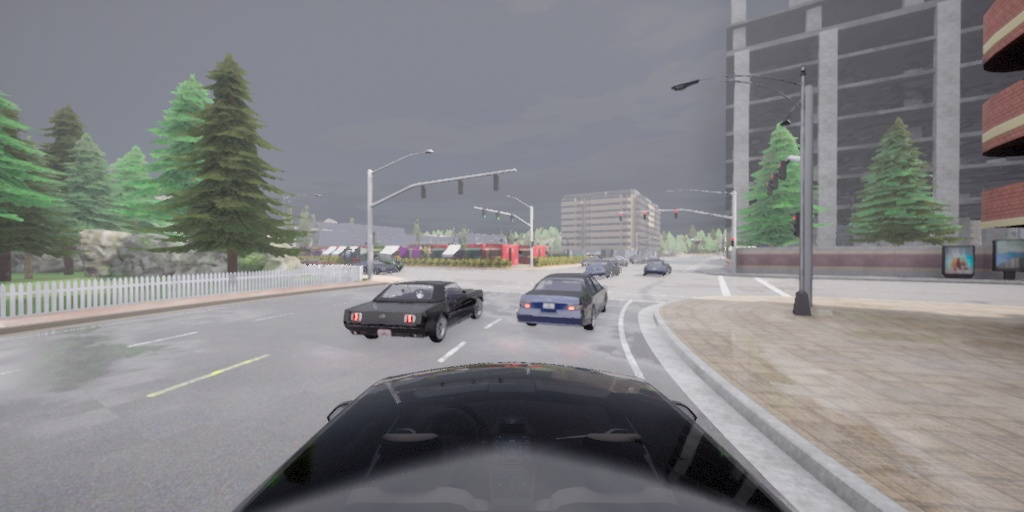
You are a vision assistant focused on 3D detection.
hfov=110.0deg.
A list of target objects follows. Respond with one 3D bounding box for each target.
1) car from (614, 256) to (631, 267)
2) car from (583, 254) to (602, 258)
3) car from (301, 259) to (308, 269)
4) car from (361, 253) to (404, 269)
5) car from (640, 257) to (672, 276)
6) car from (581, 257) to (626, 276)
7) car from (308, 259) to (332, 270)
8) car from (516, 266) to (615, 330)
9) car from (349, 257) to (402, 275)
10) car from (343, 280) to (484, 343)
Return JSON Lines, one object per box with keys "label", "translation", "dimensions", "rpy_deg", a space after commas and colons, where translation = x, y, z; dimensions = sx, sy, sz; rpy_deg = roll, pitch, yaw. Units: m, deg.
{"label": "car", "translation": [14.634, 0.888, 49.464], "dimensions": [1.994, 1.385, 4.181], "rpy_deg": [0, 1, 30]}
{"label": "car", "translation": [11.164, 0.810, 50.462], "dimensions": [2.128, 1.511, 4.902], "rpy_deg": [0, 1, 30]}
{"label": "car", "translation": [-26.634, 0.987, 42.357], "dimensions": [4.674, 1.442, 1.812], "rpy_deg": [0, 0, 31]}
{"label": "car", "translation": [-14.377, 0.706, 39.171], "dimensions": [5.566, 2.045, 2.150], "rpy_deg": [0, 1, 31]}
{"label": "car", "translation": [13.543, 1.083, 33.269], "dimensions": [1.994, 1.385, 4.181], "rpy_deg": [0, 1, 30]}
{"label": "car", "translation": [7.742, 1.091, 30.252], "dimensions": [2.033, 1.411, 5.357], "rpy_deg": [0, 0, 30]}
{"label": "car", "translation": [-24.826, 1.035, 45.356], "dimensions": [4.718, 1.301, 1.895], "rpy_deg": [0, 1, 31]}
{"label": "car", "translation": [1.756, 1.216, 10.891], "dimensions": [2.033, 1.411, 5.357], "rpy_deg": [0, 1, 21]}
{"label": "car", "translation": [-13.489, 1.071, 34.584], "dimensions": [5.357, 1.411, 2.033], "rpy_deg": [0, 1, 31]}
{"label": "car", "translation": [-2.189, 1.283, 9.565], "dimensions": [1.895, 1.301, 4.718], "rpy_deg": [0, 1, 11]}
